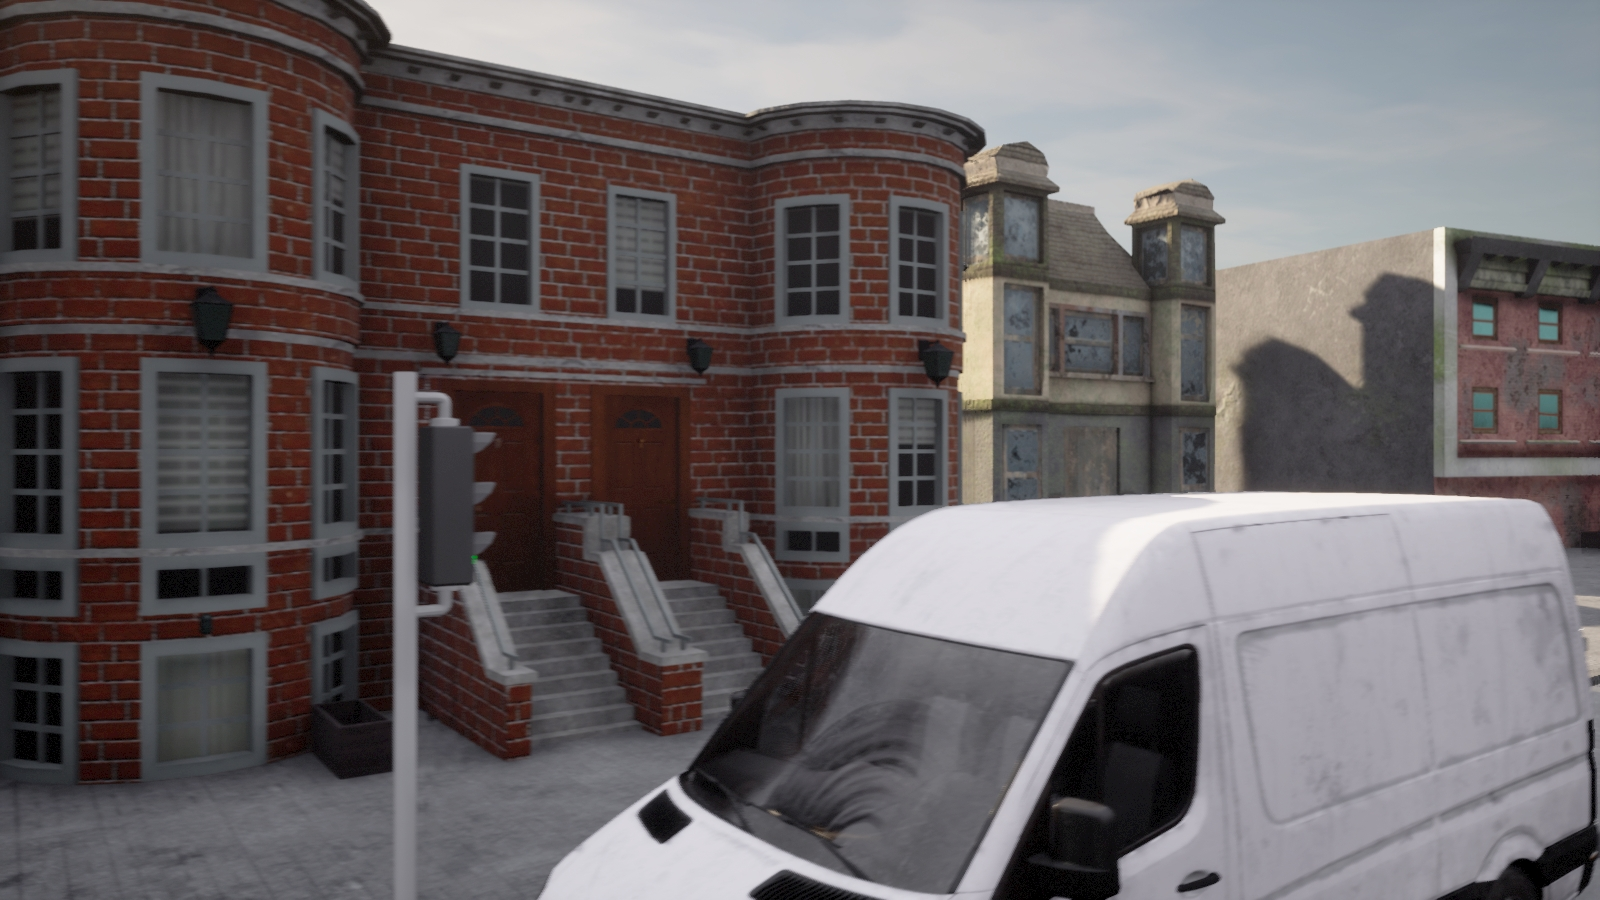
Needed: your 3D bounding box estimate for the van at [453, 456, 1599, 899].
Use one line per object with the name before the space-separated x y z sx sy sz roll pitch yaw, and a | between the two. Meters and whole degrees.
van | 1.588 1.316 5.518 5.915 2.561 1.988 0 0 -35
